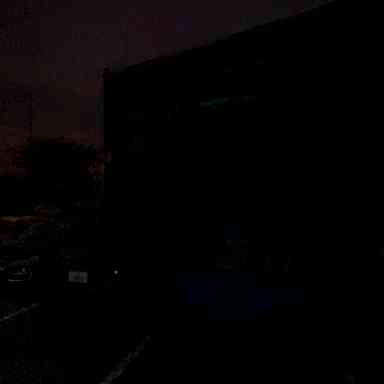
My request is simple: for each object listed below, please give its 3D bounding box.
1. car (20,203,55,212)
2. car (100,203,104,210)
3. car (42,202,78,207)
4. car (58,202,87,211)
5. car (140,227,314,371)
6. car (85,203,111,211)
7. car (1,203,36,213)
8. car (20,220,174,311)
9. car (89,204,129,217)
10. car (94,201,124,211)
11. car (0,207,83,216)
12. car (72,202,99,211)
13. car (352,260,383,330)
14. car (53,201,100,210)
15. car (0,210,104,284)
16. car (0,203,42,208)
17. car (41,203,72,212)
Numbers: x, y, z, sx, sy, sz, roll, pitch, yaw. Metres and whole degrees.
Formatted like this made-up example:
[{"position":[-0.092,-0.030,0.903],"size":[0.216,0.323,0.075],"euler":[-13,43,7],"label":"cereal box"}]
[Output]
[{"position":[-26.521,2.630,57.080],"size":[5.366,1.575,1.946],"euler":[0,-2,15],"label":"car"},{"position":[-13.307,2.550,43.991],"size":[4.674,1.452,2.002],"euler":[1,-1,15],"label":"car"},{"position":[-16.585,2.306,38.998],"size":[5.366,1.575,1.946],"euler":[1,-2,15],"label":"car"},{"position":[-22.503,2.713,62.623],"size":[4.553,1.767,2.185],"euler":[0,-2,15],"label":"car"},{"position":[1.093,1.488,6.157],"size":[2.097,1.535,5.008],"euler":[1,-1,16],"label":"car"},{"position":[-19.086,3.059,67.501],"size":[4.674,1.452,2.002],"euler":[0,-2,15],"label":"car"},{"position":[-28.270,2.531,54.248],"size":[4.892,1.521,2.231],"euler":[0,-2,15],"label":"car"},{"position":[-1.306,1.518,7.902],"size":[2.163,1.488,4.792],"euler":[0,-1,16],"label":"car"},{"position":[-11.570,2.605,46.468],"size":[5.008,1.535,2.097],"euler":[1,-1,15],"label":"car"},{"position":[-17.417,2.858,69.958],"size":[5.566,2.045,2.435],"euler":[0,-2,15],"label":"car"},{"position":[-6.166,1.485,11.132],"size":[1.946,1.575,5.366],"euler":[1,-1,15],"label":"car"},{"position":[-20.749,2.803,65.045],"size":[4.553,1.767,2.185],"euler":[0,-2,15],"label":"car"},{"position":[3.551,1.486,4.616],"size":[1.946,1.575,5.366],"euler":[0,-1,16],"label":"car"},{"position":[-14.998,2.160,41.526],"size":[5.566,2.045,2.435],"euler":[1,-1,15],"label":"car"},{"position":[-3.719,1.491,9.597],"size":[2.231,1.521,4.892],"euler":[1,-1,16],"label":"car"},{"position":[-8.521,1.366,13.060],"size":[2.185,1.767,4.553],"euler":[1,-1,16],"label":"car"},{"position":[-24.379,2.765,59.820],"size":[4.792,1.488,2.163],"euler":[0,-2,15],"label":"car"}]
